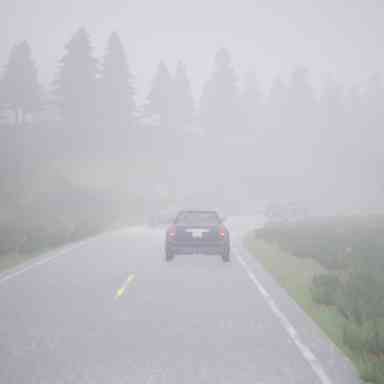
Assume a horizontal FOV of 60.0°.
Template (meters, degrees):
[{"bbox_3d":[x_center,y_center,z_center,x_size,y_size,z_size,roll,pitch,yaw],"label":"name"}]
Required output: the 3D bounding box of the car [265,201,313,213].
[{"bbox_3d":[7.973,1.465,26.890,4.892,1.490,1.837,0,-1,-36],"label":"car"}]

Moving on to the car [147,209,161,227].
[{"bbox_3d":[-1.059,1.493,21.952,1.812,1.442,4.674,-1,0,28],"label":"car"}]

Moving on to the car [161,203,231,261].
[{"bbox_3d":[0.253,1.333,12.428,2.097,1.767,4.553,0,0,2],"label":"car"}]
